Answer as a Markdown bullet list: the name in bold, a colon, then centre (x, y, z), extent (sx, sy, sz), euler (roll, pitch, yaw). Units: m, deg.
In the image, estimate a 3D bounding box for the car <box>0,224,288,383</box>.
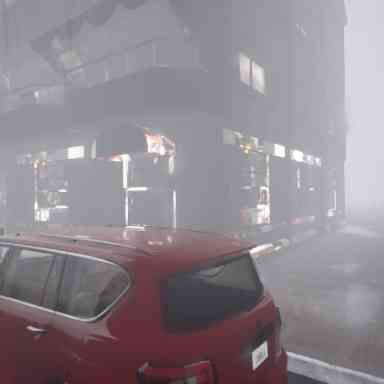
- **car**: centre (-1.431, 1.316, 3.903), extent (5.009, 1.841, 2.192), euler (0, -1, 35)
